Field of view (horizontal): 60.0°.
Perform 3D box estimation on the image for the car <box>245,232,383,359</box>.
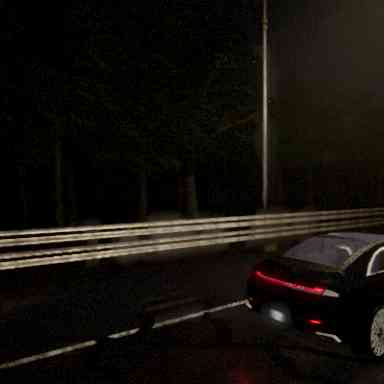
[{"bbox_3d":[3.147,1.481,5.992,4.902,1.511,2.128,0,0,-36],"label":"car"}]
